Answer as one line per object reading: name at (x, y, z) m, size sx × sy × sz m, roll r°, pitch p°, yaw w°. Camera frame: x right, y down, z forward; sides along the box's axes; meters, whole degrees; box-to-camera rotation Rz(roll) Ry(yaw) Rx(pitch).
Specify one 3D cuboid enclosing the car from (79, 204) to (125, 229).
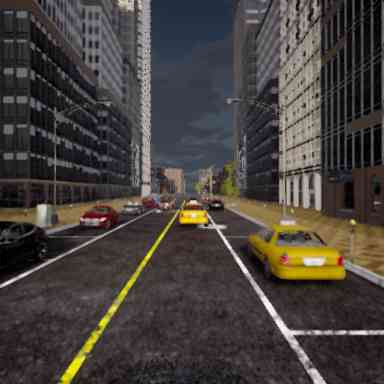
car at (-5.686, 1.517, 20.877) m, size 1.802 × 1.307 × 4.206 m, roll 0°, pitch 0°, yaw 0°

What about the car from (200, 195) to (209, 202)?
car at (2.699, 1.334, 72.093) m, size 1.802 × 1.307 × 4.206 m, roll 0°, pitch 0°, yaw 0°

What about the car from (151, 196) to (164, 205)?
car at (-5.683, 1.399, 55.032) m, size 1.802 × 1.307 × 4.206 m, roll 0°, pitch 0°, yaw 0°

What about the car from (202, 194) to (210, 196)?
car at (2.699, 1.236, 60.708) m, size 1.967 × 1.590 × 4.097 m, roll 0°, pitch 0°, yaw 0°

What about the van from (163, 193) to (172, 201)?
van at (-5.680, 1.071, 77.800) m, size 1.690 × 1.788 × 3.998 m, roll 0°, pitch 0°, yaw 0°

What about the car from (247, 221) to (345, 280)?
car at (2.694, 1.496, 9.650) m, size 1.752 × 1.417 × 4.829 m, roll 0°, pitch 0°, yaw 0°

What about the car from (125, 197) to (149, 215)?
car at (-5.685, 1.448, 32.263) m, size 2.008 × 1.369 × 4.403 m, roll 0°, pitch 0°, yaw 0°

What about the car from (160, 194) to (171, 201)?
car at (-5.681, 1.192, 72.107) m, size 1.967 × 1.590 × 4.097 m, roll 0°, pitch 0°, yaw 0°

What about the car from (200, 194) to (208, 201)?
car at (2.699, 1.254, 77.955) m, size 1.752 × 1.417 × 4.829 m, roll 0°, pitch 0°, yaw 0°

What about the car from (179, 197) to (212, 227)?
car at (0.101, 1.386, 22.258) m, size 1.801 × 1.575 × 5.366 m, roll 0°, pitch 0°, yaw 0°

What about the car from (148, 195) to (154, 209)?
car at (-5.684, 1.403, 43.647) m, size 1.887 × 1.381 × 4.507 m, roll 0°, pitch 0°, yaw 0°

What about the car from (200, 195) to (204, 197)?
car at (0.104, 1.429, 41.478) m, size 1.994 × 1.385 × 4.181 m, roll 0°, pitch 0°, yaw 0°

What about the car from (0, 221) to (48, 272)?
car at (-5.687, 1.538, 9.494) m, size 1.947 × 1.339 × 4.313 m, roll 0°, pitch 0°, yaw 0°

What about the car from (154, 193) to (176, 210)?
car at (-3.024, 1.220, 40.373) m, size 2.097 × 1.767 × 4.553 m, roll 0°, pitch 0°, yaw 0°

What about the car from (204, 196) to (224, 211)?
car at (2.696, 1.443, 37.942) m, size 1.947 × 1.339 × 4.313 m, roll 0°, pitch 0°, yaw 0°

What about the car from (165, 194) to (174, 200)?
car at (-5.681, 1.273, 83.493) m, size 1.947 × 1.339 × 4.313 m, roll 0°, pitch 0°, yaw 0°
